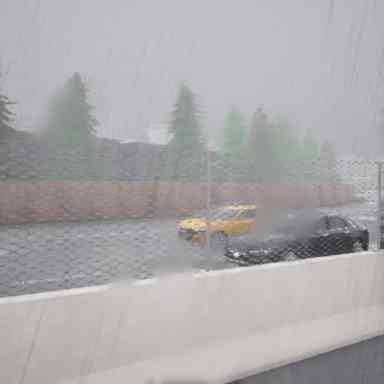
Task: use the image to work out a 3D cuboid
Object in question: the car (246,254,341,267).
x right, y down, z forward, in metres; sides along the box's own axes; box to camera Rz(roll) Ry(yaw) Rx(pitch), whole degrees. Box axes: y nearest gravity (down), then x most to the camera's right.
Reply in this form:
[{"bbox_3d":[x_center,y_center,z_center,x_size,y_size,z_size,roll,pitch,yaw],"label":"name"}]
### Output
[{"bbox_3d":[3.214,1.353,9.836,4.892,1.490,1.837,0,1,-31],"label":"car"}]
